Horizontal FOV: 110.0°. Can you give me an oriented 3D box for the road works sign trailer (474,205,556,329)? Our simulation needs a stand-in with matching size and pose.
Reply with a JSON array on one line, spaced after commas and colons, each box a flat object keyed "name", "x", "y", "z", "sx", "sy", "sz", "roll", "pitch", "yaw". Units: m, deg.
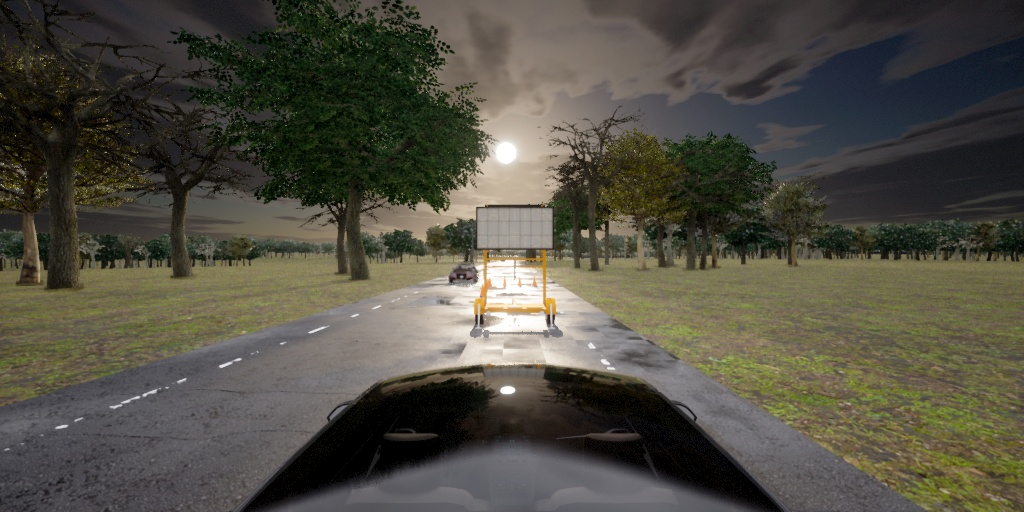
[{"name": "road works sign trailer", "x": 0.089, "y": 0.210, "z": 11.181, "sx": 2.380, "sy": 3.560, "sz": 2.880, "roll": 0, "pitch": 0, "yaw": 0}]

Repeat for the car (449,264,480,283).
[{"name": "car", "x": -3.594, "y": 1.310, "z": 27.537, "sx": 1.994, "sy": 1.385, "sz": 4.181, "roll": 0, "pitch": 0, "yaw": 0}]
